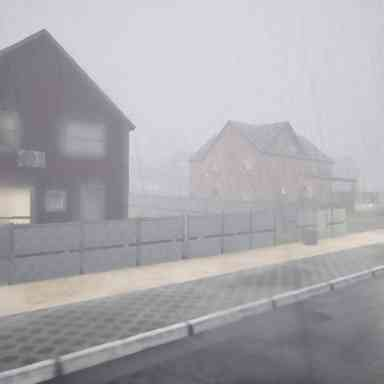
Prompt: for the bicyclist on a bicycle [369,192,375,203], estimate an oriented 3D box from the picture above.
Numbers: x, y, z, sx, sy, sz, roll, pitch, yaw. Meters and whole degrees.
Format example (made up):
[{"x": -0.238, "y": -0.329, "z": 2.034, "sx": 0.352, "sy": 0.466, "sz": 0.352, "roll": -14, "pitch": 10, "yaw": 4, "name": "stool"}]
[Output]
[{"x": 26.716, "y": 0.863, "z": 49.282, "sx": 1.656, "sy": 1.620, "sz": 0.582, "roll": 1, "pitch": 1, "yaw": -32, "name": "bicyclist on a bicycle"}]
